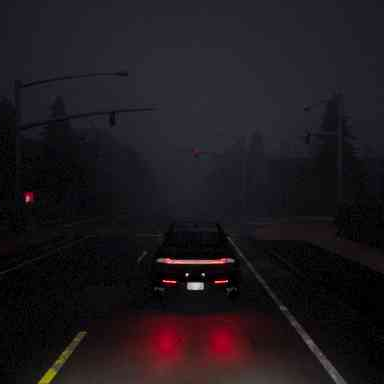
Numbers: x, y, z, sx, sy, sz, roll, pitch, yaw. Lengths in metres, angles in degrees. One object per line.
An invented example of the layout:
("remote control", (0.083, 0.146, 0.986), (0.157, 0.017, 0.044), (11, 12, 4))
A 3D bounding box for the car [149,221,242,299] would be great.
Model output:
("car", (0.084, 1.492, 8.444), (2.128, 1.511, 4.902), (0, 0, 0))

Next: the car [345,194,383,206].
("car", (15.881, 1.202, 28.964), (5.566, 2.045, 2.150), (0, 0, -8))
